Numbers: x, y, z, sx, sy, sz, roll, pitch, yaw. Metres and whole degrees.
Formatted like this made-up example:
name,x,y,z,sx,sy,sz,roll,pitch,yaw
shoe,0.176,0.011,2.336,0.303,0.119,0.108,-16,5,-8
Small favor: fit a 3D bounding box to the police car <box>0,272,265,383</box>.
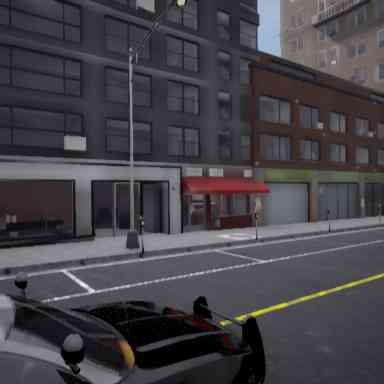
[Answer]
name,x,y,z,sx,sy,sz,roll,pitch,yaw
police car,-1.615,1.419,2.281,5.238,1.638,1.930,0,0,-35
